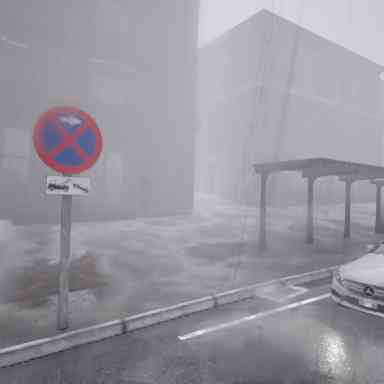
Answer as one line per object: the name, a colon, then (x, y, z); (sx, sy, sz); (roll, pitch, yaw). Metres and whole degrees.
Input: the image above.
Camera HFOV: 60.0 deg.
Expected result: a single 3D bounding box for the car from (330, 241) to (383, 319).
car: (4.775, 1.519, 6.679); (4.674, 1.442, 1.812); (0, 0, -34)
